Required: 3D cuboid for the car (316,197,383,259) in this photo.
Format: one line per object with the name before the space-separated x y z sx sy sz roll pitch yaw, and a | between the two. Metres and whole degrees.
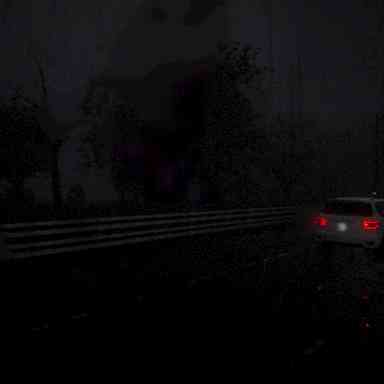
car | 6.801 1.224 13.036 2.150 2.045 5.566 1 1 42
